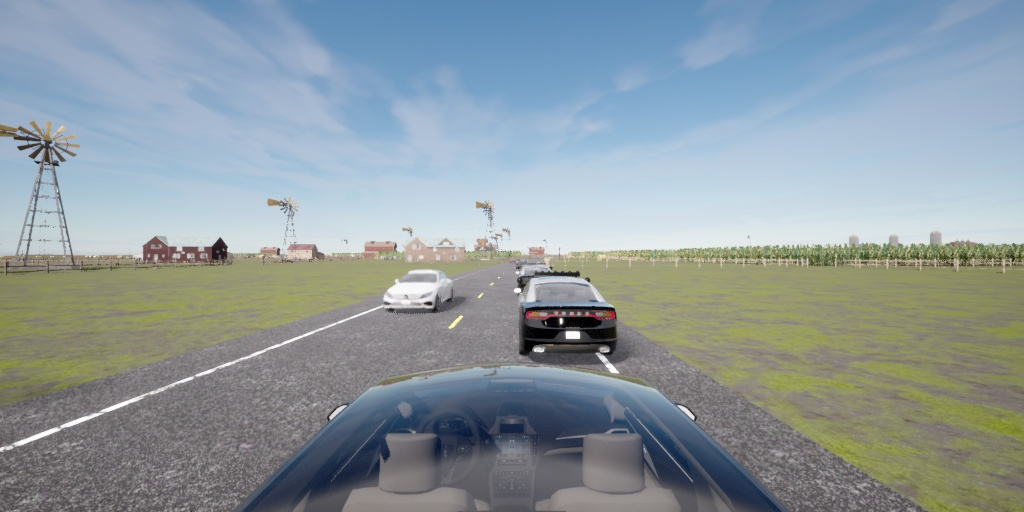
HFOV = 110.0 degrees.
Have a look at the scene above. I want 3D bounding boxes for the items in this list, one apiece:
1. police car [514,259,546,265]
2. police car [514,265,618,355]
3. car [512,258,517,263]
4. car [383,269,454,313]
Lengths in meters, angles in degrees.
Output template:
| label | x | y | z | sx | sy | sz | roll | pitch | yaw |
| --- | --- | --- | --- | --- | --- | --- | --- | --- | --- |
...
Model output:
| label | x | y | z | sx | sy | sz | roll | pitch | yaw |
| --- | --- | --- | --- | --- | --- | --- | --- | --- | --- |
| police car | 1.226 | 1.173 | 18.806 | 1.930 | 1.638 | 5.238 | 0 | 0 | 1 |
| police car | 1.084 | 1.175 | 8.837 | 1.930 | 1.638 | 5.238 | 0 | 0 | 1 |
| car | 1.595 | 1.208 | 53.944 | 2.128 | 1.511 | 4.902 | 0 | 0 | 4 |
| car | -3.485 | 1.275 | 14.206 | 1.812 | 1.442 | 4.674 | 0 | 0 | 1 |
